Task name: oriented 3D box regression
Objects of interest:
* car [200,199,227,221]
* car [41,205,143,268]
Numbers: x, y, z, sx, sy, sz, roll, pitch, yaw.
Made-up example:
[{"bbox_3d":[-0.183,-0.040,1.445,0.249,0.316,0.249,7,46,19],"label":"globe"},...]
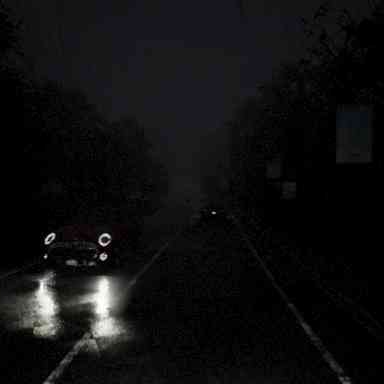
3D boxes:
[{"bbox_3d":[1.738,1.507,26.562,1.994,1.385,4.181,0,0,4],"label":"car"},{"bbox_3d":[-3.085,1.305,11.156,2.097,1.767,4.553,0,0,4],"label":"car"}]
